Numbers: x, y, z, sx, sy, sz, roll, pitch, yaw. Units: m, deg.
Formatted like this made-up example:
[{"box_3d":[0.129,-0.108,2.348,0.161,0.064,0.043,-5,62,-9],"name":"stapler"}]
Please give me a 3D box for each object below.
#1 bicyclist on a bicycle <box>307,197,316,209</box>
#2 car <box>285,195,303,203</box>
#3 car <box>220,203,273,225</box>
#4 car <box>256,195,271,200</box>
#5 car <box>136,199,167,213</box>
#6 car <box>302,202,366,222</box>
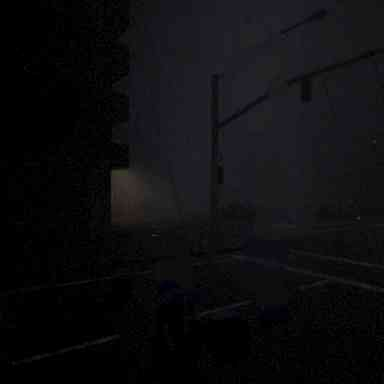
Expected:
[{"box_3d":[14.817,1.432,41.211,1.656,1.620,0.582,0,0,-35],"name":"bicyclist on a bicycle"},{"box_3d":[22.521,1.520,73.309,4.553,1.767,2.097,0,0,-30],"name":"car"},{"box_3d":[4.009,1.591,25.345,1.812,1.442,4.674,0,0,-35],"name":"car"},{"box_3d":[14.670,1.486,67.798,4.553,1.767,2.097,0,0,-35],"name":"car"},{"box_3d":[-4.663,1.575,37.790,1.837,1.490,4.892,0,-1,-35],"name":"car"},{"box_3d":[11.536,1.692,27.369,1.895,1.301,4.718,0,0,-35],"name":"car"}]
